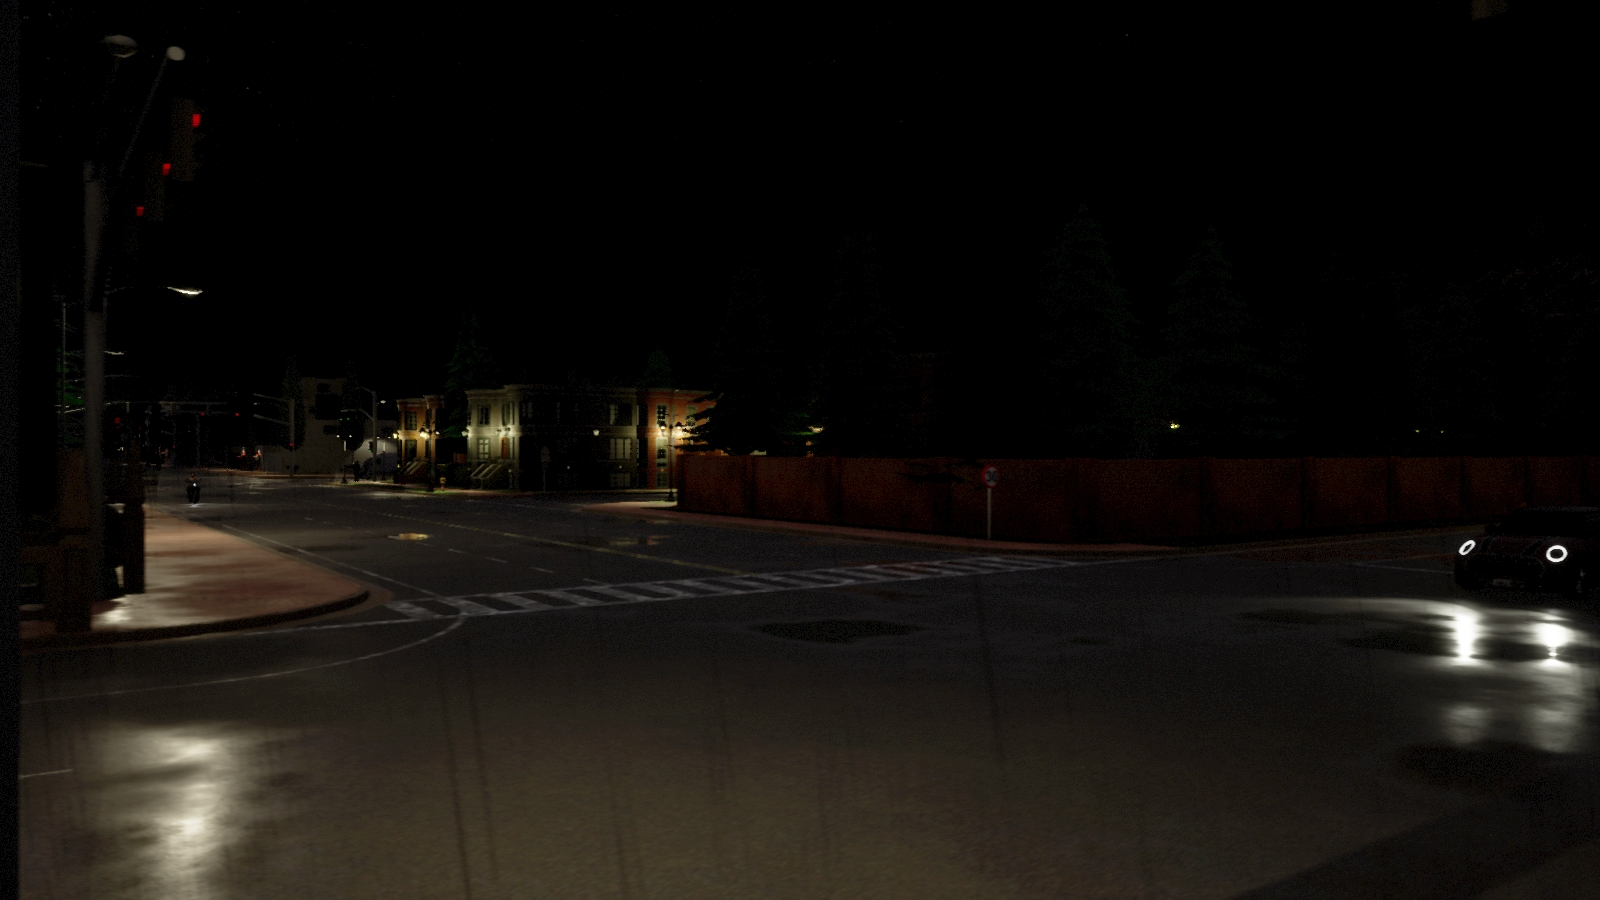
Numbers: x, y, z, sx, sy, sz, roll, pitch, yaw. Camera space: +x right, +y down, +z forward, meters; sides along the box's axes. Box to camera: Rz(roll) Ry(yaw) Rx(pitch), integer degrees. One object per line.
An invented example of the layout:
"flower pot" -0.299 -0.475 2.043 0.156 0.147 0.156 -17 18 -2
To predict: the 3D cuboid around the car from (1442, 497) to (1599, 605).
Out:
"car" 15.082 1.925 22.911 4.553 1.767 2.097 0 0 -35
